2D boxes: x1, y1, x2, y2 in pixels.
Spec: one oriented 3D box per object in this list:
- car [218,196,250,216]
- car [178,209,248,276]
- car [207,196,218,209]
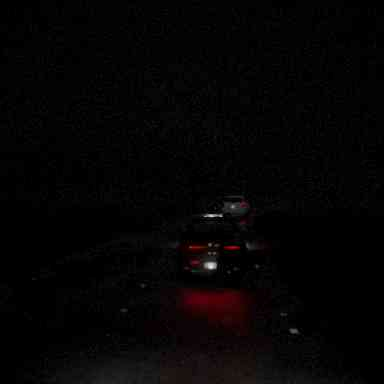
[{"bbox_3d":[4.229,1.376,31.418,2.150,2.045,5.566,-1,-1,14],"label":"car"},{"bbox_3d":[0.686,1.530,10.488,1.837,1.490,4.892,0,0,6],"label":"car"},{"bbox_3d":[3.430,1.533,40.302,2.150,2.045,5.566,-1,-1,18],"label":"car"}]
